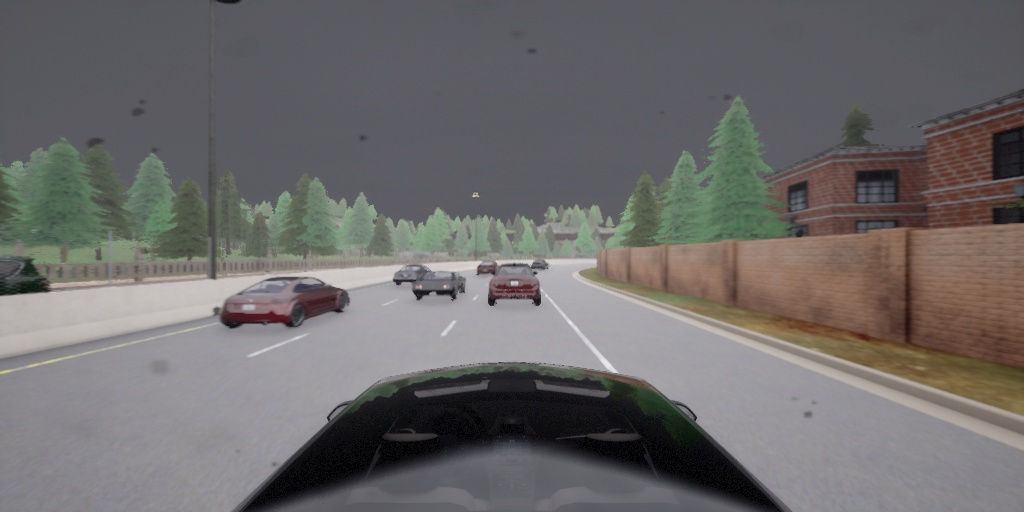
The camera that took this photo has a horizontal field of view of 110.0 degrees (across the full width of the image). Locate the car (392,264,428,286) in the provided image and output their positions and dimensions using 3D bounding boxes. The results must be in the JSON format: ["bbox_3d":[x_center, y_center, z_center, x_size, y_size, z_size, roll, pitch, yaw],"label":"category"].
[{"bbox_3d":[-6.818,1.307,25.602,2.033,1.411,5.357,0,0,2],"label":"car"}]

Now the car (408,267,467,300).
[{"bbox_3d":[-3.397,1.357,17.691,1.895,1.301,4.718,0,0,0],"label":"car"}]

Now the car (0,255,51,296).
[{"bbox_3d":[-14.042,0.979,7.704,2.150,2.045,5.566,0,0,1],"label":"car"}]

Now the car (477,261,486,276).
[{"bbox_3d":[-2.329,1.240,37.693,1.882,1.535,5.008,0,0,7],"label":"car"}]

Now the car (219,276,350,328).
[{"bbox_3d":[-6.897,1.319,11.409,1.994,1.385,4.181,0,0,0],"label":"car"}]

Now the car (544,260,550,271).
[{"bbox_3d":[4.079,1.270,50.416,1.837,1.490,4.892,-1,0,16],"label":"car"}]

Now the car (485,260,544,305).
[{"bbox_3d":[0.103,1.106,16.284,2.097,1.767,4.553,0,0,0],"label":"car"}]
